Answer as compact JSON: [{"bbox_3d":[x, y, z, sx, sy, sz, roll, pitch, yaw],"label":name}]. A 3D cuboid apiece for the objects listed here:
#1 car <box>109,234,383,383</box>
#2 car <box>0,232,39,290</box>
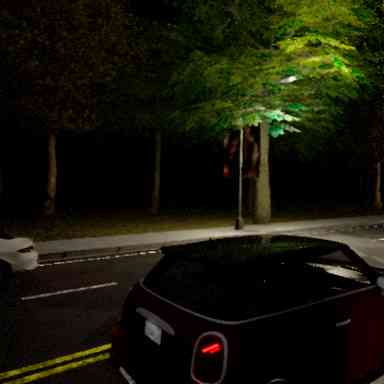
[{"bbox_3d":[1.355,1.361,4.406,4.553,1.767,2.097,0,0,-35],"label":"car"},{"bbox_3d":[-5.981,1.523,7.385,4.674,1.442,1.812,0,0,-36],"label":"car"}]
